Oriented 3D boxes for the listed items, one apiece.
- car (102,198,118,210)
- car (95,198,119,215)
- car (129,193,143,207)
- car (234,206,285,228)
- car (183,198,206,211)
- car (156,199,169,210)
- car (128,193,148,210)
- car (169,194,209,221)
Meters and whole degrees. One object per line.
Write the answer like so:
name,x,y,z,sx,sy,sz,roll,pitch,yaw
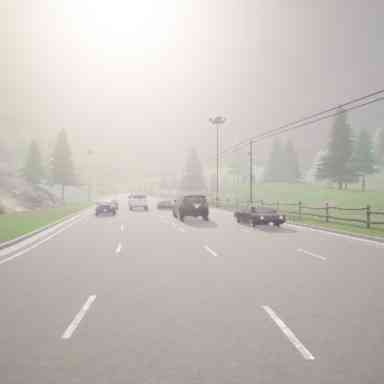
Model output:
car,-10.576,1.526,43.237,1.812,1.442,4.674,0,0,-11
car,-8.554,1.526,33.224,1.812,1.442,4.674,0,0,-11
car,-8.990,1.221,53.059,2.150,2.045,5.566,0,0,-11
car,4.349,1.600,22.289,1.895,1.301,4.718,0,0,-11
car,0.234,1.547,42.754,2.033,1.411,5.357,0,0,-11
car,-3.536,1.564,43.744,1.994,1.385,4.181,0,0,-12
car,-6.862,1.221,42.542,2.150,2.045,5.566,0,0,-11
car,-0.183,1.219,27.116,2.150,2.045,5.566,0,0,-11
